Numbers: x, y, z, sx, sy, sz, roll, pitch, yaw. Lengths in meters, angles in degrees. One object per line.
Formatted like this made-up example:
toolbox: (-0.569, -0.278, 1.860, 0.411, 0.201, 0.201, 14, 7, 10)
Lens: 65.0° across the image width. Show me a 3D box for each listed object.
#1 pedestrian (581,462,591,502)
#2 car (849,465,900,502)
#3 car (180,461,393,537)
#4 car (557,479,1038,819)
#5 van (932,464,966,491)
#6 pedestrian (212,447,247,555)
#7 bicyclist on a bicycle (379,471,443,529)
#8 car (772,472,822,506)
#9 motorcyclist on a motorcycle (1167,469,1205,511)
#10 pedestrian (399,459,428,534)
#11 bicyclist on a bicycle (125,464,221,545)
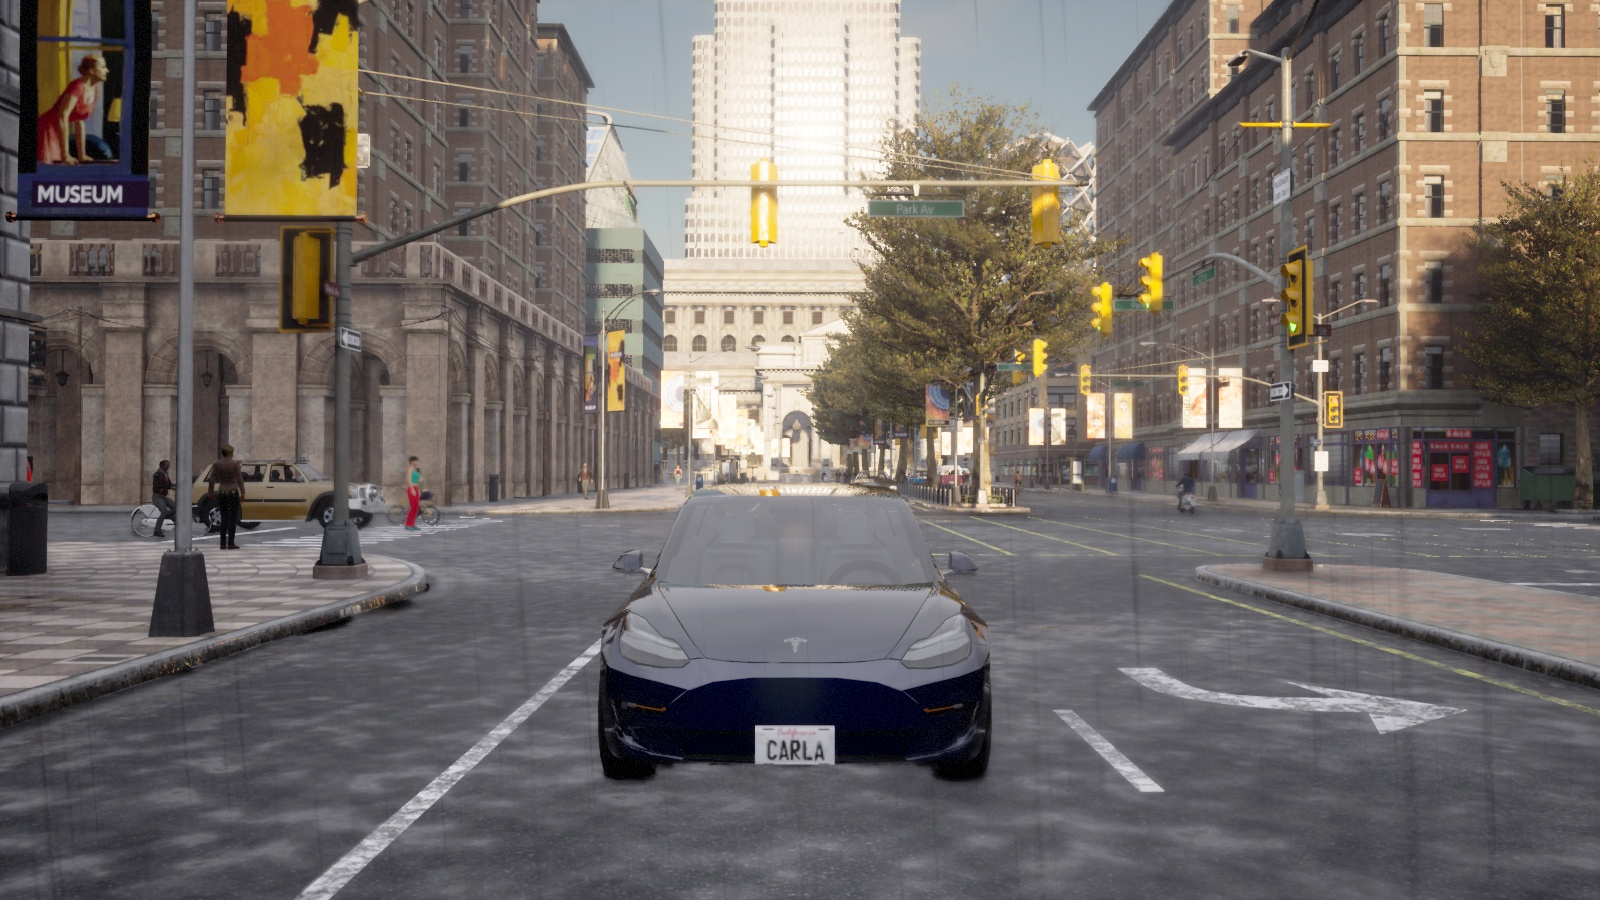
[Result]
pedestrian: (-10.154, 1.509, 59.540, 0.376, 1.854, 0.720, 0, -1, 0)
car: (3.435, 1.566, 58.898, 2.152, 1.651, 5.027, 0, -1, 1)
car: (-12.935, 1.216, 31.817, 4.605, 1.855, 1.932, 0, -1, 0)
car: (-0.020, 0.950, 8.059, 2.163, 1.488, 4.792, 0, -1, 0)
van: (11.269, 2.089, 95.312, 2.069, 2.038, 4.480, 0, -1, 0)
pedestrian: (-9.950, 0.878, 21.896, 0.331, 1.846, 0.634, 0, -1, -2)
bicyclist on a bicycle: (-10.927, 1.386, 35.297, 1.509, 1.612, 0.866, 0, -1, 1)
car: (-0.140, 1.785, 57.927, 2.163, 1.488, 4.792, 0, -1, 0)
motorcyclist on a motorcycle: (14.883, 1.520, 48.444, 0.866, 1.590, 1.817, 0, -1, 0)
pedestrian: (-9.517, 1.136, 30.943, 0.594, 1.836, 0.345, 0, -1, 4)
bicyclist on a bicycle: (-14.120, 1.216, 28.301, 1.843, 1.776, 0.659, 0, -1, 0)
